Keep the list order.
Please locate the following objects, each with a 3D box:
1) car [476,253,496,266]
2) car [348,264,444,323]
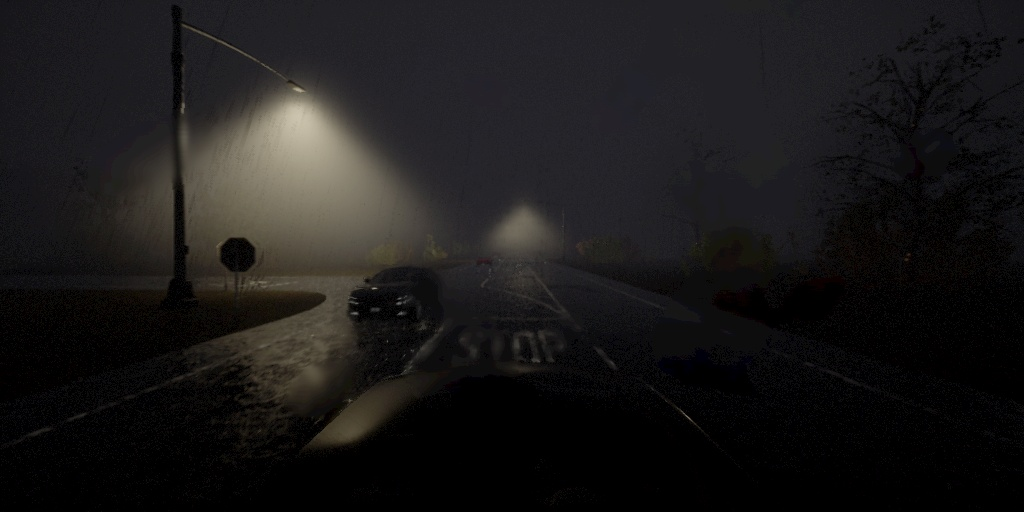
[{"bbox_3d":[-3.421,0.601,44.945,1.895,1.301,4.718,0,1,0],"label":"car"},{"bbox_3d":[-3.499,1.060,11.674,1.882,1.535,5.008,0,1,0],"label":"car"}]
